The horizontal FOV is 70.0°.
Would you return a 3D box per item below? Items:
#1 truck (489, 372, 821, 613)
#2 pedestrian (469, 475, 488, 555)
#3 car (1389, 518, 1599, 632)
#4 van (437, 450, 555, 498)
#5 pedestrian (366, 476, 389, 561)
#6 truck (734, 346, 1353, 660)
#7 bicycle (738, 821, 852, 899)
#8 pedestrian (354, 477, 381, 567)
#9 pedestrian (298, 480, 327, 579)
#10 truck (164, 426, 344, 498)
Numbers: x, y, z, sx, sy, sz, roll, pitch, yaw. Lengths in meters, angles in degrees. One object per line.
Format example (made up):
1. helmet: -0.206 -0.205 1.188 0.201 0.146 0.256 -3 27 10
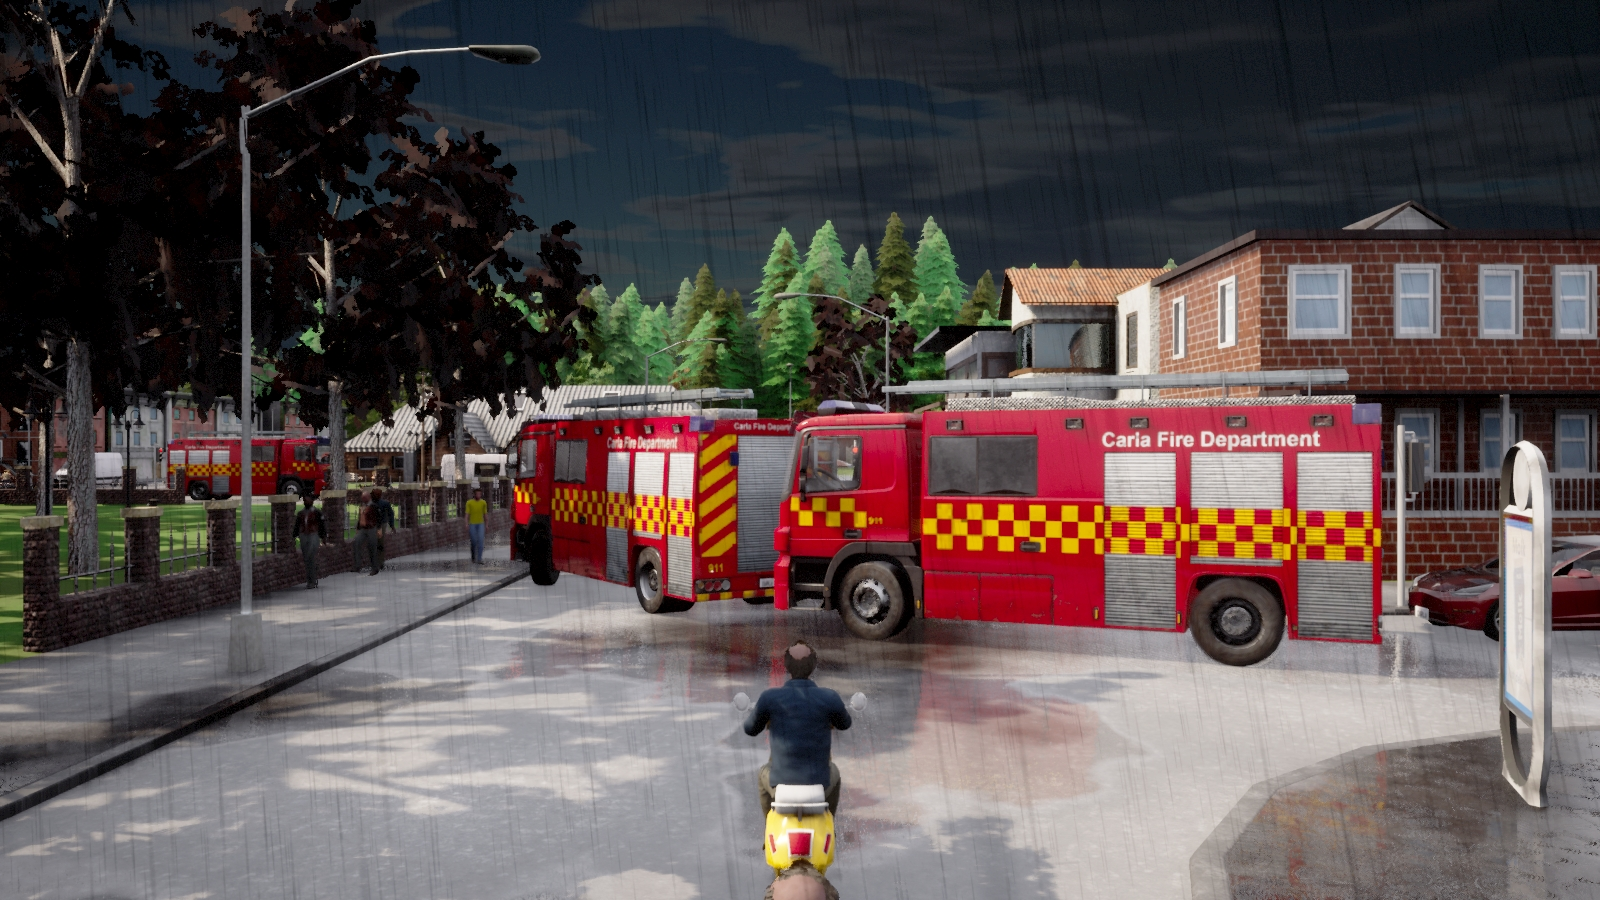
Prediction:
1. truck: -3.233 0.662 22.435 2.891 3.827 8.468 0 0 -34
2. pedestrian: -7.593 1.514 26.947 0.375 1.860 0.375 0 0 -26
3. car: 11.864 1.835 17.293 4.792 1.488 2.163 0 0 0
4. van: -16.613 1.289 62.612 5.915 2.561 1.988 0 0 0
5. pedestrian: -9.354 1.514 25.281 0.375 1.860 0.375 0 0 0
6. truck: 3.462 0.662 16.997 8.468 3.827 2.891 0 0 24
7. bicycle: -0.015 1.938 3.086 0.329 1.271 1.835 0 0 0
8. pedestrian: -9.110 1.514 24.066 0.375 1.860 0.375 0 0 17
9. pedestrian: -9.301 1.516 21.793 0.375 1.860 0.375 0 0 3
10. truck: -29.853 0.645 62.699 8.468 3.827 2.891 0 0 1
